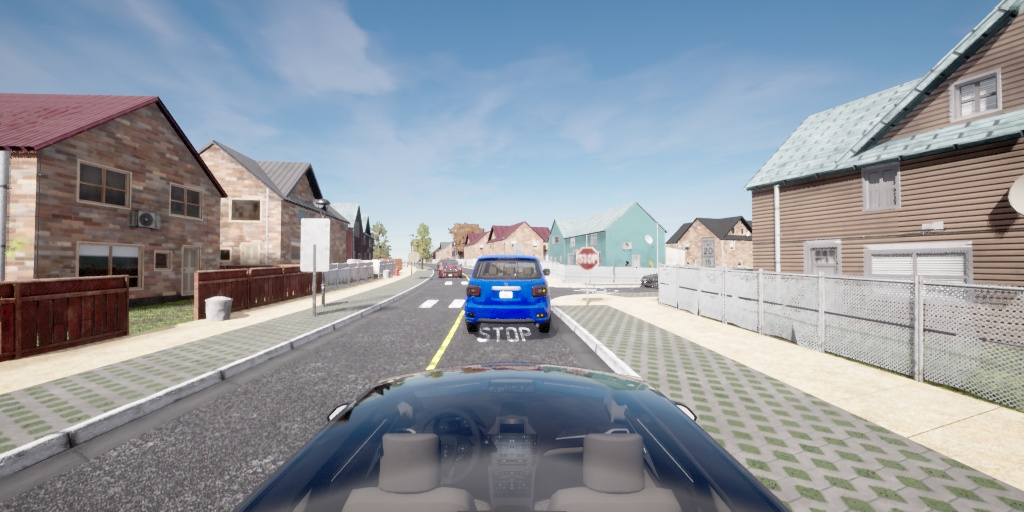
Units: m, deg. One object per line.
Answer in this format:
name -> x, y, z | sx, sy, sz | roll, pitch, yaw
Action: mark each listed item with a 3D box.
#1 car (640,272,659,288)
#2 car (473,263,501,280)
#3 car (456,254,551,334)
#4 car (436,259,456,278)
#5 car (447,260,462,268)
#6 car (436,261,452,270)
car -> 11.506, 1.582, 25.621 | 4.892, 1.490, 1.837 | 1, -1, -20
car -> -2.356, 1.335, 32.253 | 1.994, 1.385, 4.181 | 0, 0, -12
car -> -0.019, 0.976, 10.850 | 2.150, 2.045, 5.566 | 0, 0, 3
car -> -5.844, 1.115, 33.919 | 2.097, 1.767, 4.553 | 0, 0, -10
car -> -10.276, 1.433, 63.550 | 1.895, 1.301, 4.718 | 0, 0, -19
car -> -10.095, 1.394, 52.958 | 1.895, 1.301, 4.718 | 0, 0, -15
